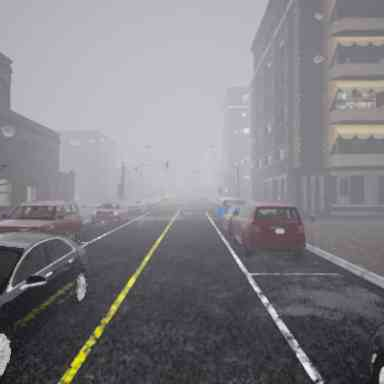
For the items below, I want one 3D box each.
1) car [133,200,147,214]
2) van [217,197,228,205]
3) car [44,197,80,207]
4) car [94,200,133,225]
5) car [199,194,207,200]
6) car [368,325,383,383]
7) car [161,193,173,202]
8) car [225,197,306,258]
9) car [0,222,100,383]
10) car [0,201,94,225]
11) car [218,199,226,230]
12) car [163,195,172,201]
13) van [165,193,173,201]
[{"bbox_3d":[-5.685,1.491,34.248,2.008,1.369,4.403,1,0,0],"label":"car"},{"bbox_3d":[2.702,1.300,23.428,1.690,1.788,3.998,1,0,0],"label":"van"},{"bbox_3d":[-19.312,1.526,49.499,4.507,1.381,1.887,0,-1,1],"label":"car"},{"bbox_3d":[-5.680,1.399,23.434,1.967,1.590,4.097,1,0,0],"label":"car"},{"bbox_3d":[2.686,1.291,83.635,1.967,1.590,4.097,1,0,0],"label":"car"},{"bbox_3d":[2.703,1.548,1.800,2.008,1.369,4.403,1,0,0],"label":"car"},{"bbox_3d":[-5.770,1.416,72.204,1.887,1.381,4.507,1,0,0],"label":"car"},{"bbox_3d":[2.705,1.293,12.613,2.192,1.841,5.009,1,0,0],"label":"car"},{"bbox_3d":[-3.101,1.496,5.239,1.837,1.490,4.892,0,0,0],"label":"car"},{"bbox_3d":[-5.675,1.293,12.619,2.192,1.841,5.009,1,0,0],"label":"car"},{"bbox_3d":[2.701,1.409,18.021,1.967,1.590,4.097,1,0,0],"label":"car"},{"bbox_3d":[-5.695,1.406,77.885,1.887,1.381,4.507,1,0,0],"label":"car"},{"bbox_3d":[-5.692,1.192,83.573,1.690,1.788,3.998,1,0,0],"label":"van"}]
